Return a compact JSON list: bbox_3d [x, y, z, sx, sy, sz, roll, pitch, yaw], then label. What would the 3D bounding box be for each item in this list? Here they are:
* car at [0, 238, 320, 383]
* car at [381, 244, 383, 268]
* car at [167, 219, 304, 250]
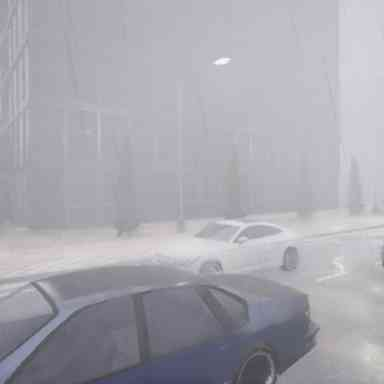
[{"bbox_3d":[-0.943,1.552,3.319,5.357,1.411,2.033,-1,0,-36],"label":"car"},{"bbox_3d":[7.129,1.398,9.158,5.008,1.535,1.882,-1,0,-36],"label":"car"},{"bbox_3d":[1.186,1.500,9.180,4.674,1.442,1.812,-1,0,-36],"label":"car"}]
